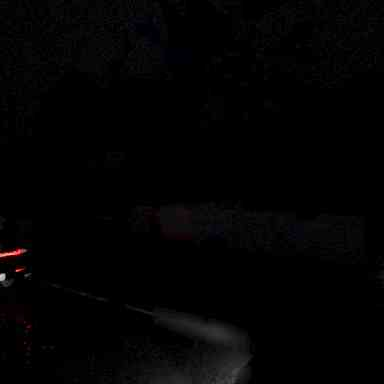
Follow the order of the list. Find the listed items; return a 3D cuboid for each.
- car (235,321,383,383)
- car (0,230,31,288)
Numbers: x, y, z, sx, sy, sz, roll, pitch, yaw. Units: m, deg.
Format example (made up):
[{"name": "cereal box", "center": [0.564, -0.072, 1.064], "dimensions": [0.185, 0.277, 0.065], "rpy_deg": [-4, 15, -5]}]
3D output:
[{"name": "car", "center": [2.279, 1.567, 2.058], "dimensions": [4.181, 1.385, 1.994], "rpy_deg": [0, 0, 36]}, {"name": "car", "center": [-5.778, 1.452, 7.818], "dimensions": [4.902, 1.511, 2.128], "rpy_deg": [0, 0, 34]}]
